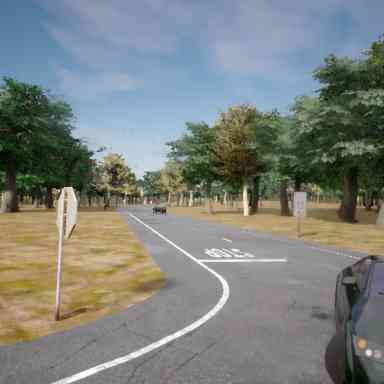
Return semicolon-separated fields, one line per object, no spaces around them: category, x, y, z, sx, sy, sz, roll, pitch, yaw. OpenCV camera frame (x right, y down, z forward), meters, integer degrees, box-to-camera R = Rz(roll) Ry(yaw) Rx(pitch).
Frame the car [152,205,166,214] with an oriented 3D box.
car;-5.602;2.963;56.870;1.882;1.535;5.008;3;-2;-14

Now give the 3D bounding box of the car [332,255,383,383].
car;3.089;1.642;4.595;1.994;1.385;4.181;1;-1;22
